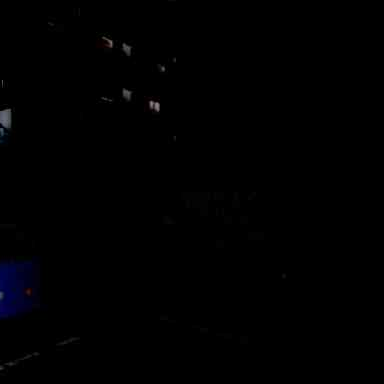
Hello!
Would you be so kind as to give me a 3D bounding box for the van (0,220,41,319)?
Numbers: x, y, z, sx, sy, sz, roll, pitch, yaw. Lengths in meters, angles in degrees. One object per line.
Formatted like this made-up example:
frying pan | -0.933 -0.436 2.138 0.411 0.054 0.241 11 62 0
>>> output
van | -4.470 1.351 6.071 3.998 1.788 1.690 0 0 36
